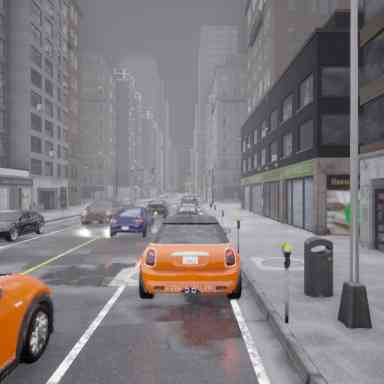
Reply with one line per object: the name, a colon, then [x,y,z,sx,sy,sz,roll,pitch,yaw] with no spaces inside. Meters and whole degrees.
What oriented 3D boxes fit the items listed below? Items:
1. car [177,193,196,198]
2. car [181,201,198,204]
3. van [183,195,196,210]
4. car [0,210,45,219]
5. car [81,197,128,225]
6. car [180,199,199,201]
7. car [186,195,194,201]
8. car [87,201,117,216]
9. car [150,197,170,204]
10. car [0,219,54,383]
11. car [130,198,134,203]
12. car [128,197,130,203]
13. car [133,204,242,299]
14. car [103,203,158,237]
car: [-0.287,1.316,38.459,2.192,1.841,5.009,0,0,0]
car: [-0.287,1.551,21.888,2.008,1.369,4.403,0,0,0]
van: [-0.287,1.343,43.983,1.690,1.788,3.998,0,0,0]
car: [-8.813,1.566,16.352,1.947,1.339,4.313,0,0,0]
car: [-6.244,1.353,23.645,2.097,1.767,4.553,0,0,0]
car: [-0.287,1.552,27.412,2.008,1.369,4.403,0,0,0]
car: [-0.572,1.470,87.873,1.967,1.590,4.097,0,0,-1]
car: [-8.813,1.583,32.928,1.802,1.307,4.206,0,0,0]
car: [-3.054,1.505,30.206,1.837,1.490,4.892,0,0,0]
car: [-3.051,1.352,2.999,2.097,1.767,4.553,0,0,0]
car: [-8.813,1.442,43.978,1.967,1.590,4.097,0,0,0]
car: [-8.813,1.567,38.453,1.947,1.339,4.313,0,0,0]
car: [-0.032,1.353,8.621,2.097,1.767,4.553,0,0,0]
car: [-3.146,1.526,17.955,1.812,1.442,4.674,0,0,0]
